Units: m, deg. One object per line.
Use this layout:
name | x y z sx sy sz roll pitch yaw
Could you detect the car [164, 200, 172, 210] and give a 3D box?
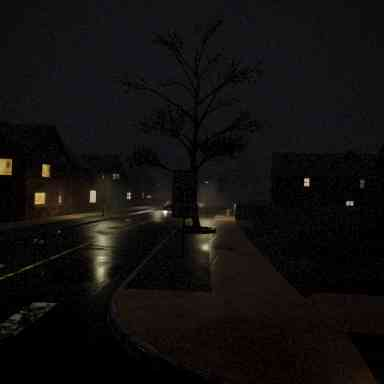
car | -2.680 1.919 47.831 2.033 1.411 5.357 2 0 8
